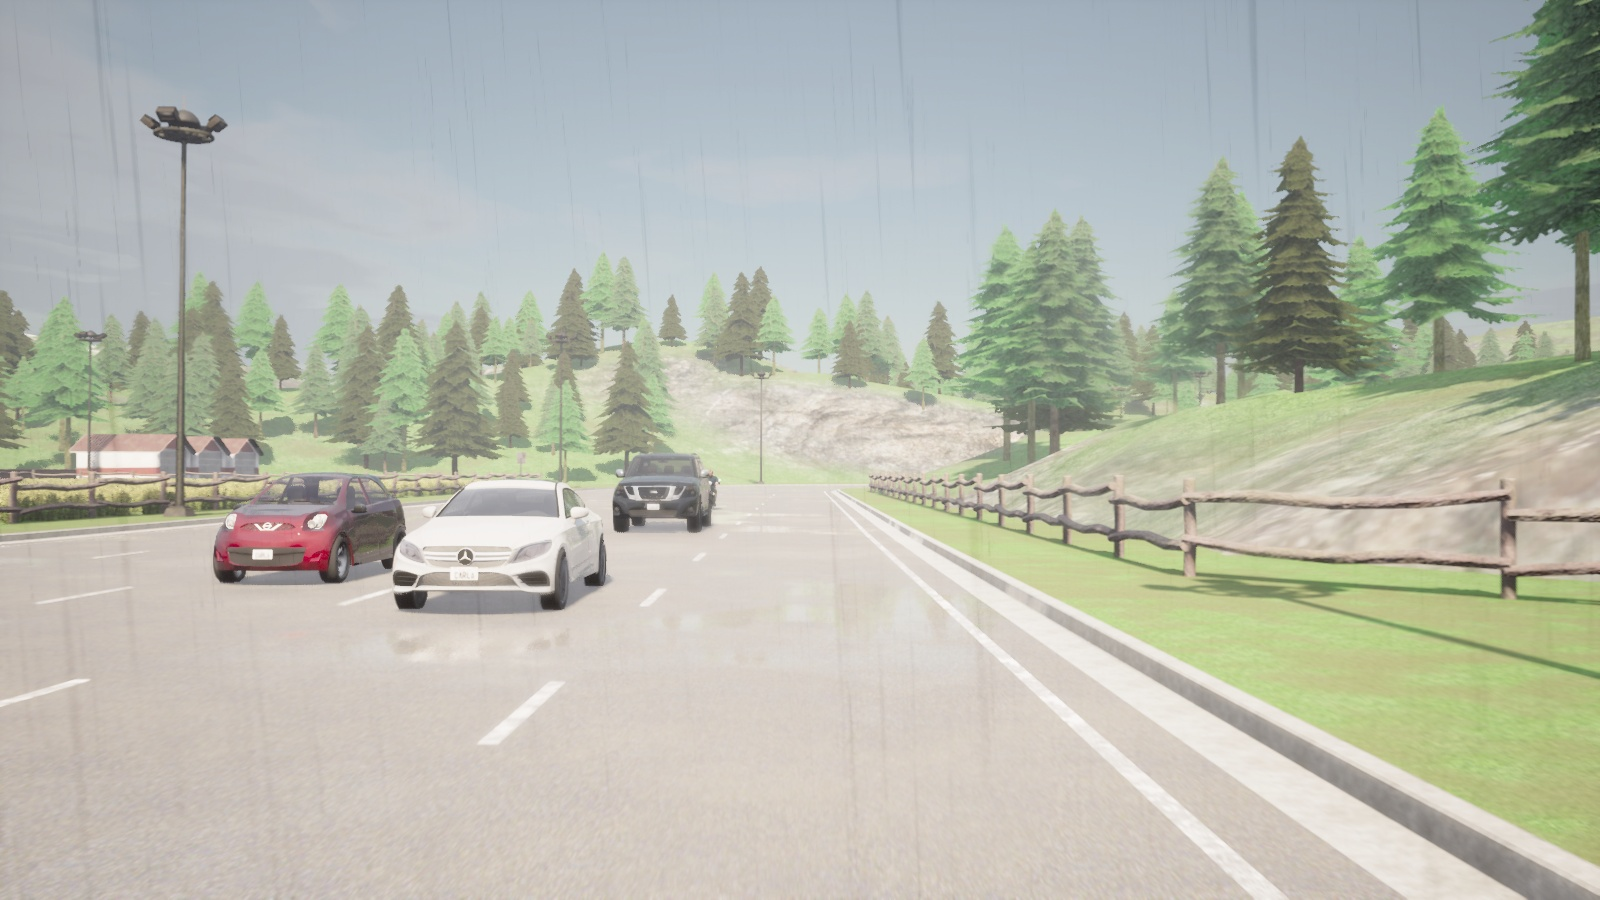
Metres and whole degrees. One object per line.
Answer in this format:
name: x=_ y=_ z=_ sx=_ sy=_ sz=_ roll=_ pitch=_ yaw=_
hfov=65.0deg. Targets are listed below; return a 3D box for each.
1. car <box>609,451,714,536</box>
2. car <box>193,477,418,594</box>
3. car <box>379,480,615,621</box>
car: x=-3.566 y=1.107 z=33.389 sx=2.150 sy=2.045 sz=5.566 roll=0 pitch=-1 yaw=0
car: x=-7.044 y=1.163 z=18.295 sx=1.845 sy=1.501 sz=3.633 roll=0 pitch=-1 yaw=0
car: x=-3.538 y=1.115 z=15.574 sx=1.812 sy=1.442 sz=4.674 roll=0 pitch=-1 yaw=0
